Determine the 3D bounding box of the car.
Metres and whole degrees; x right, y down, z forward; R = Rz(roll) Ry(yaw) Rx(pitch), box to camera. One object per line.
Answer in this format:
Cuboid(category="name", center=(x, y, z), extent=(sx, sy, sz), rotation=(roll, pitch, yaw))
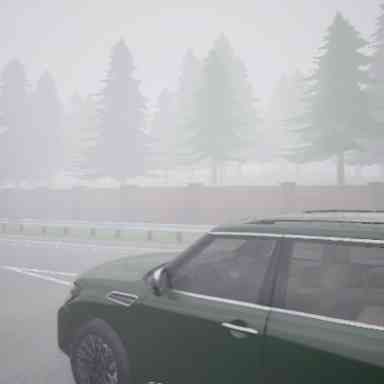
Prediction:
Cuboid(category="car", center=(1.046, 1.210, 3.247), extent=(5.566, 2.045, 2.150), rotation=(0, 0, 36))
